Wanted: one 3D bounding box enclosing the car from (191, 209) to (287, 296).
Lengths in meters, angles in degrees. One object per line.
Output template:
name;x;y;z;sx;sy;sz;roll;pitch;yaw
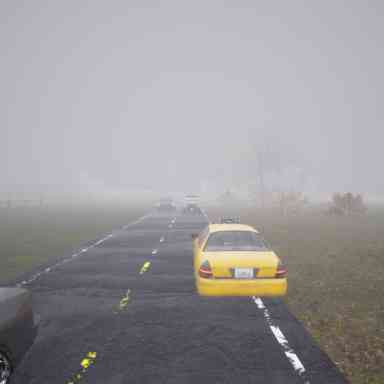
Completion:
car;0.943;1.454;8.634;1.801;1.575;5.366;0;0;0

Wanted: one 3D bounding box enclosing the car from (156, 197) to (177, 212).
car;-2.844;1.344;38.150;2.097;1.767;4.553;0;0;0

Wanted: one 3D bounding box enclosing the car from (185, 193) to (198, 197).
car;-0.086;1.212;45.226;2.150;2.045;5.566;0;0;0

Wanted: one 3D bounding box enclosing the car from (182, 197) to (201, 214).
car;-0.009;1.518;34.900;1.812;1.442;4.674;0;0;0

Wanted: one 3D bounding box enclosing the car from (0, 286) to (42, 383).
car;-2.854;1.547;1.978;2.033;1.411;5.357;0;0;0
